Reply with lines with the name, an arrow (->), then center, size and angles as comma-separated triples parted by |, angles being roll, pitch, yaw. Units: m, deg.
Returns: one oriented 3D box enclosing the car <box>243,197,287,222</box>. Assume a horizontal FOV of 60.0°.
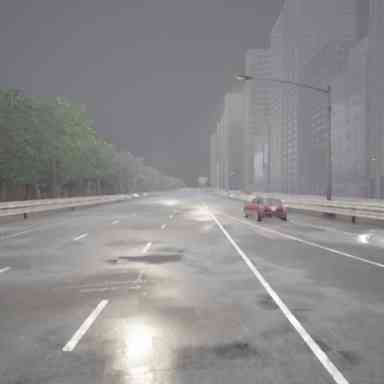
car -> 5.274, 1.165, 24.658 | 2.097, 1.767, 4.553 | 0, 1, -7
